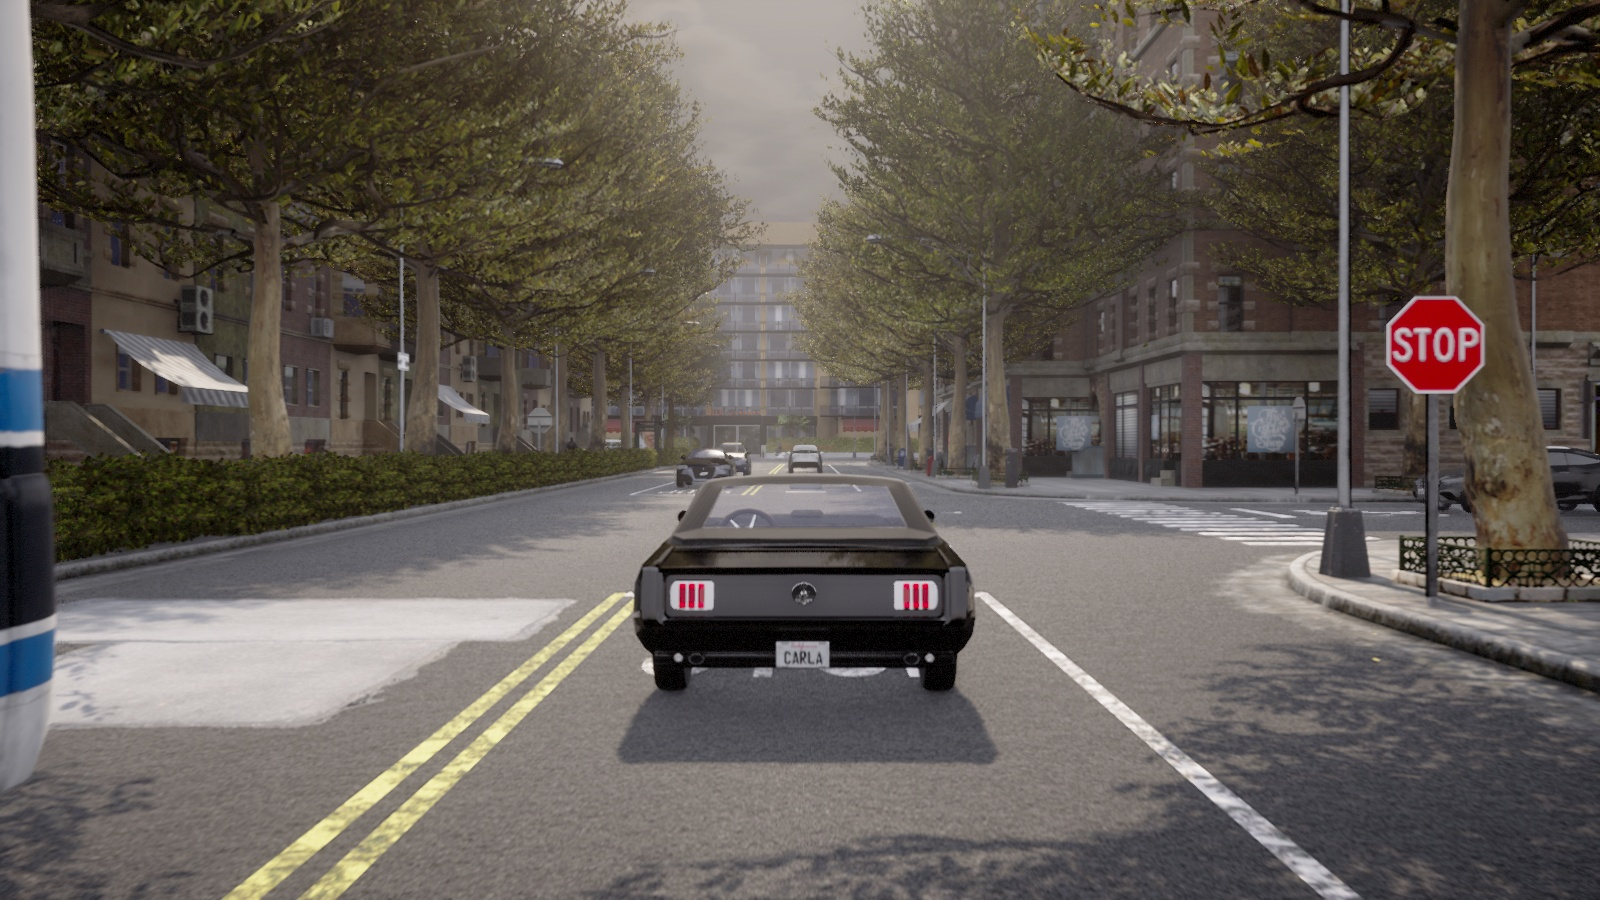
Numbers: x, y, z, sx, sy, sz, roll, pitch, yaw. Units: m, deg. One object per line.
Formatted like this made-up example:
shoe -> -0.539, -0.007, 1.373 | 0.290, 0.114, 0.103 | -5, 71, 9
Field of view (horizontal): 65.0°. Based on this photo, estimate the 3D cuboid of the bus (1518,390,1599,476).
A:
bus -> 41.874, -0.862, 64.746 | 3.944, 4.253, 10.273 | 0, 1, 1

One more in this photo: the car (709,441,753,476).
car -> -3.234, 0.398, 59.685 | 1.851, 1.617, 3.988 | 0, 0, 0

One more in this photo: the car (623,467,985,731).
car -> 0.041, 0.811, 8.943 | 1.895, 1.301, 4.718 | 0, 0, 1

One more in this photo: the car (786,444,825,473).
car -> 0.297, 0.414, 68.198 | 2.007, 1.525, 4.514 | 0, 0, 0

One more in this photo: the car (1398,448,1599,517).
car -> 15.768, 0.673, 27.280 | 4.674, 1.442, 1.812 | 0, 0, -1

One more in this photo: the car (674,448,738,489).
car -> -3.301, 0.624, 44.871 | 1.994, 1.385, 4.181 | 0, 0, 0
